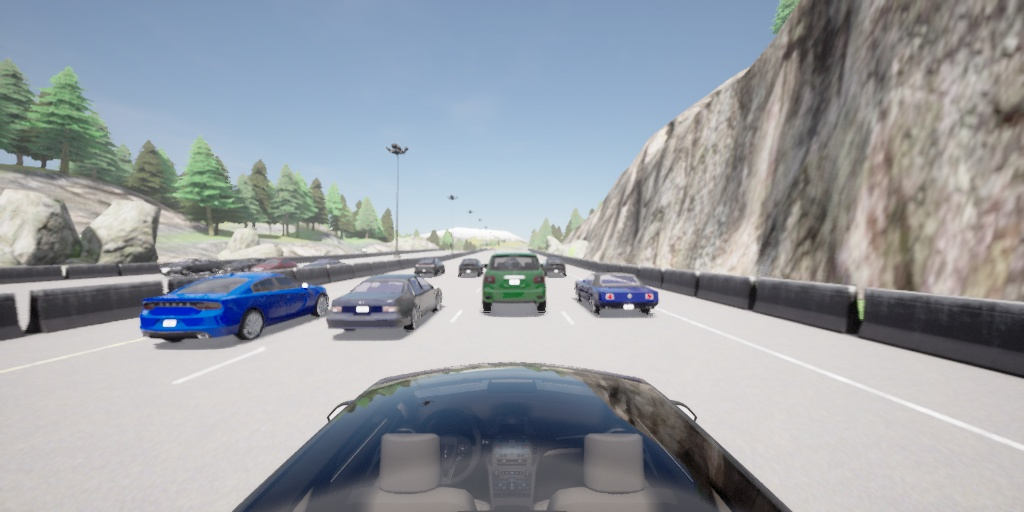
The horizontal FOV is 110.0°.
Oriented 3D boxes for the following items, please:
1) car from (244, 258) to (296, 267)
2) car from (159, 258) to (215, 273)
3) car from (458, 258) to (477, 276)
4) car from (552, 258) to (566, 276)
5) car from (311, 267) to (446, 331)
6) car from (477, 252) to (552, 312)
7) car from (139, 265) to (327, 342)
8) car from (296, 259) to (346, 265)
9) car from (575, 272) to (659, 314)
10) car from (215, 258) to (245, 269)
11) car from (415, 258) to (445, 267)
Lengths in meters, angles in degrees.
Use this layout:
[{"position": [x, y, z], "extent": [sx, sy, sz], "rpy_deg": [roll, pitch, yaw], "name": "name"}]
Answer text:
[{"position": [-21.125, 0.970, 32.166], "extent": [1.812, 1.442, 4.674], "rpy_deg": [0, 1, 0], "name": "car"}, {"position": [-28.128, 0.963, 31.524], "extent": [2.128, 1.511, 4.902], "rpy_deg": [0, 1, 0], "name": "car"}, {"position": [-3.486, 0.929, 31.001], "extent": [1.837, 1.490, 4.892], "rpy_deg": [0, 1, 0], "name": "car"}, {"position": [3.514, 0.912, 31.031], "extent": [1.837, 1.490, 4.892], "rpy_deg": [0, 1, 0], "name": "car"}, {"position": [-3.422, 1.236, 10.694], "extent": [2.033, 1.411, 5.357], "rpy_deg": [0, 1, 0], "name": "car"}, {"position": [0.068, 0.871, 13.778], "extent": [2.150, 2.045, 5.566], "rpy_deg": [0, 1, 0], "name": "car"}, {"position": [-6.919, 1.183, 9.713], "extent": [1.882, 1.535, 5.008], "rpy_deg": [0, 1, 0], "name": "car"}, {"position": [-17.608, 0.952, 33.971], "extent": [2.033, 1.411, 5.357], "rpy_deg": [0, 1, 1], "name": "car"}, {"position": [3.570, 1.248, 13.193], "extent": [1.895, 1.301, 4.718], "rpy_deg": [0, 1, 0], "name": "car"}, {"position": [-24.615, 0.935, 33.584], "extent": [1.837, 1.490, 4.892], "rpy_deg": [0, 0, 0], "name": "car"}, {"position": [-6.985, 0.925, 30.866], "extent": [2.128, 1.511, 4.902], "rpy_deg": [0, 1, 0], "name": "car"}]
